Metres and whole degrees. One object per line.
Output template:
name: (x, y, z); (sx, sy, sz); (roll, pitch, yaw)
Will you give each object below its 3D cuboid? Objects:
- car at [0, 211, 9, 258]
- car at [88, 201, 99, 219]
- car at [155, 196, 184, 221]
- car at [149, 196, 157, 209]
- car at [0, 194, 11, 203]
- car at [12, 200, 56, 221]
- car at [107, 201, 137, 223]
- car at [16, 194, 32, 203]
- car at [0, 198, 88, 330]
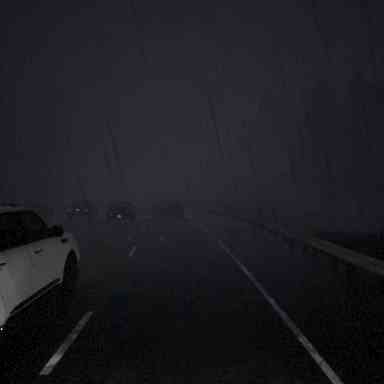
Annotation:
car: (-7.237, 1.435, 9.087); (1.882, 1.535, 5.008); (0, 0, -3)
car: (-8.995, 1.403, 27.610); (2.033, 1.411, 5.357); (0, 0, -8)
car: (-1.685, 1.336, 25.514); (1.882, 1.535, 5.008); (0, 0, -7)
car: (-4.235, 1.252, 41.021); (1.882, 1.535, 5.008); (0, 1, -11)
car: (-35.886, 1.165, 63.356); (1.882, 1.535, 5.008); (0, 0, -20)
car: (-12.402, 1.430, 26.440); (1.994, 1.385, 4.181); (0, 0, -8)
car: (-5.025, 1.396, 24.030); (1.812, 1.442, 4.674); (0, 0, -7)
car: (-32.707, 1.200, 64.862); (2.128, 1.511, 4.902); (0, 0, -20)
car: (-3.587, 1.195, 5.377); (2.150, 2.045, 5.566); (0, 0, -2)
